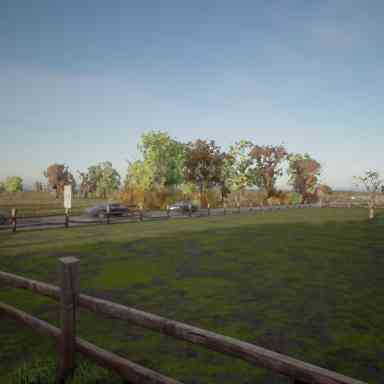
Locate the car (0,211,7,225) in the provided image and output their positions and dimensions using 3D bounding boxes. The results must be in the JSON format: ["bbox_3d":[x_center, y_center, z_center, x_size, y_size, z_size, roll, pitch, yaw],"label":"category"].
[{"bbox_3d":[-15.469,1.702,23.552,1.994,1.385,4.181,1,0,33],"label":"car"}]

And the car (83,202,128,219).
[{"bbox_3d":[-8.580,1.816,33.492,1.837,1.490,4.892,1,-1,35],"label":"car"}]

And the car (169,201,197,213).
[{"bbox_3d":[-1.236,1.984,43.810,2.128,1.511,4.902,1,0,36],"label":"car"}]
